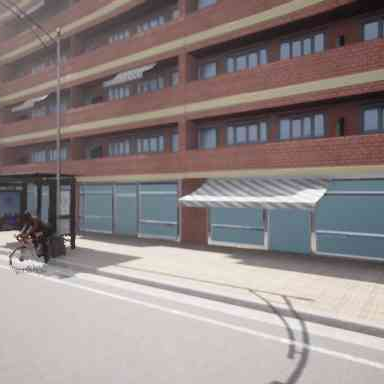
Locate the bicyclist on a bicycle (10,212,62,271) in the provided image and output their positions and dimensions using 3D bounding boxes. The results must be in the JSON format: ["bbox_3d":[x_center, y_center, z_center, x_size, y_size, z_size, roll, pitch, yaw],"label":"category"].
[{"bbox_3d":[-4.611,1.360,9.785,0.582,1.620,1.656,0,9,35],"label":"bicyclist on a bicycle"}]
